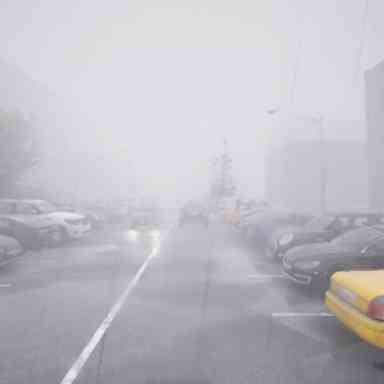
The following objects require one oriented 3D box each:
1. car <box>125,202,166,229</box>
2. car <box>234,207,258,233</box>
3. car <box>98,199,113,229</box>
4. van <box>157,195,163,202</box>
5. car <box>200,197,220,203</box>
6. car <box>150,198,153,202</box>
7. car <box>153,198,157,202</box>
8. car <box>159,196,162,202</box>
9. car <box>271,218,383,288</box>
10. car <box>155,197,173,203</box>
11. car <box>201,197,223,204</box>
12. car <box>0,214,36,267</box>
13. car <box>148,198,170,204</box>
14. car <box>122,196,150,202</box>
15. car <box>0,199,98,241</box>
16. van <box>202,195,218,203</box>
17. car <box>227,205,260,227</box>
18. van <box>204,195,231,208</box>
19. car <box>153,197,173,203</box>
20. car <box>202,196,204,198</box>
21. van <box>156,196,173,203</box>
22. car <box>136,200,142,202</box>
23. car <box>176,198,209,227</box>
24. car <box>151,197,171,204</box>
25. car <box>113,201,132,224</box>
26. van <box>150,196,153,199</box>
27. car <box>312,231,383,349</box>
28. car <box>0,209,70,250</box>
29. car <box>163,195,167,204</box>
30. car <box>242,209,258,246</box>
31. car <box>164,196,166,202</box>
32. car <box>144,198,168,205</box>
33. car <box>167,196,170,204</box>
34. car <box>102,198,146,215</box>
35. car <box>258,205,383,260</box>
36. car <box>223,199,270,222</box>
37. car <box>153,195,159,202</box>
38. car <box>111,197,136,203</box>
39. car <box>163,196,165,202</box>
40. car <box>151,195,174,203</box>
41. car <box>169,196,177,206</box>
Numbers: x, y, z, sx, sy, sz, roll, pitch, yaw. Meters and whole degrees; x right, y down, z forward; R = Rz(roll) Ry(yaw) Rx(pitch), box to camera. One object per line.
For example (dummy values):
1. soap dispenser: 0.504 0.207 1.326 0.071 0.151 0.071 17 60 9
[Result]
1. car: -3.084 1.675 23.209 1.837 1.490 4.892 0 0 0
2. car: 4.688 1.645 16.697 4.674 1.452 2.002 0 0 0
3. car: -7.668 1.507 20.860 4.553 1.767 2.185 0 0 0
4. van: -7.495 1.650 54.508 4.442 1.987 1.878 0 0 0
5. car: 4.749 2.129 88.280 5.008 1.535 2.097 0 -1 0
6. car: -7.650 1.804 40.536 4.792 1.488 2.163 0 0 0
7. car: -7.615 1.855 46.126 4.674 1.452 2.002 0 0 0
8. car: -7.608 1.855 51.588 5.008 1.535 2.097 0 0 0
9. car: 4.690 1.543 8.008 4.892 1.521 2.231 0 0 0
10. car: -7.614 2.193 90.801 4.792 1.488 2.163 0 -1 0
11. car: 4.925 2.080 82.572 5.366 1.575 1.946 0 0 0
12. car: -7.651 1.553 9.810 4.892 1.521 2.231 0 0 0
13. car: -7.624 2.068 76.855 4.792 1.488 2.163 0 0 0
14. car: -7.653 1.483 34.952 5.566 2.045 2.435 0 0 0
15. car: -7.612 1.341 15.399 5.566 2.045 2.435 0 0 0
16. van: 4.862 1.946 91.058 4.442 1.987 1.878 0 -1 0
17. car: 4.690 1.667 19.760 4.674 1.452 2.002 0 0 0
18. van: 4.844 1.737 65.953 4.442 1.987 1.878 0 0 0
19. car: -7.586 2.122 87.970 5.008 1.535 2.097 0 0 0
20. car: 0.129 1.656 41.499 2.097 1.767 4.553 0 0 0
21. van: -7.700 2.001 93.592 4.442 1.987 1.878 0 -1 0
22. car: -7.657 1.744 32.158 4.792 1.488 2.163 0 0 0
23. car: 0.121 1.537 24.776 2.097 1.767 4.553 0 0 -1
24. car: -7.562 2.108 82.442 4.792 1.488 2.163 0 0 0
25. car: -7.602 1.703 26.569 4.792 1.488 2.163 0 0 0
26. van: -7.736 1.569 43.334 4.442 1.987 1.878 0 0 0
27. car: 4.867 1.517 4.945 5.366 1.575 1.946 0 0 0
28. car: -7.636 1.572 12.602 5.008 1.535 2.097 0 0 0
29. car: -7.573 1.811 62.886 4.553 1.767 2.185 0 0 0
30. car: 4.718 1.614 13.759 4.792 1.488 2.163 0 0 0
31. car: -7.601 1.918 60.094 4.892 1.521 2.231 0 0 0
32. car: -7.628 2.027 71.267 4.792 1.488 2.163 0 0 0
33. car: -7.787 1.974 68.474 5.366 1.575 1.946 0 0 0
34. car: -7.593 1.629 37.746 4.553 1.767 2.185 0 0 0
35. car: 4.718 1.437 10.822 4.553 1.767 2.185 0 0 0
36. car: 4.664 1.523 22.700 4.553 1.767 2.185 0 0 0
37. car: -7.646 1.710 48.919 4.553 1.767 2.185 0 0 0
38. car: -7.661 1.568 29.366 4.553 1.767 2.185 0 0 0
39. car: -7.615 1.897 57.300 4.892 1.521 2.231 0 0 0
40. car: -7.561 1.848 85.237 5.566 2.045 2.435 0 0 0
41. car: -2.962 2.044 65.982 1.994 1.385 4.181 0 0 0
